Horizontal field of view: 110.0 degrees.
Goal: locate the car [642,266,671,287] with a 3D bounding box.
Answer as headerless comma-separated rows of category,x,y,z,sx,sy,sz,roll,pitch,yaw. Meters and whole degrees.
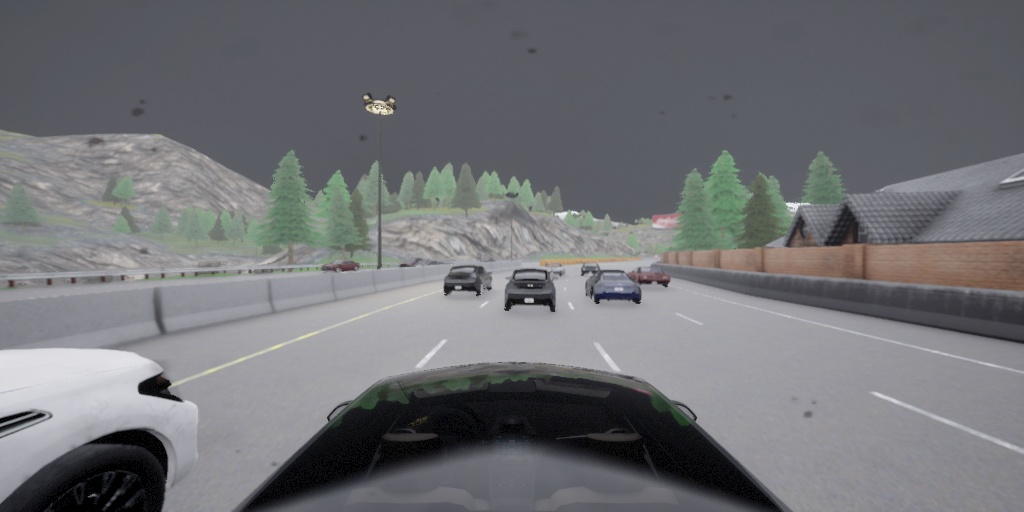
car,9.032,1.342,24.033,1.895,1.301,4.718,0,0,9

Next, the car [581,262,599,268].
car,8.237,1.321,37.291,1.895,1.301,4.718,0,0,14

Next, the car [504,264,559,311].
car,0.785,1.238,14.392,1.837,1.490,4.892,0,0,5

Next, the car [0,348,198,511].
car,-3.362,0.963,0.208,2.150,2.045,5.566,0,0,0

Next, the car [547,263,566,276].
car,4.281,1.312,35.865,1.895,1.301,4.718,0,0,13

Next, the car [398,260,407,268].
car,-13.811,0.993,49.971,2.097,1.767,4.553,0,0,17

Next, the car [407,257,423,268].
car,-11.117,1.144,46.751,2.128,1.511,4.902,0,0,16

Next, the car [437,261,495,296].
car,-2.226,1.223,19.118,1.837,1.490,4.892,0,0,7

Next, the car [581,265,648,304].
car,4.513,1.304,16.455,1.994,1.385,4.181,0,0,6

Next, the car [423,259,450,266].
car,-8.453,1.267,43.350,1.895,1.301,4.718,0,0,15

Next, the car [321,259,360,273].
car,-19.726,1.116,41.448,1.882,1.535,5.008,0,0,14
